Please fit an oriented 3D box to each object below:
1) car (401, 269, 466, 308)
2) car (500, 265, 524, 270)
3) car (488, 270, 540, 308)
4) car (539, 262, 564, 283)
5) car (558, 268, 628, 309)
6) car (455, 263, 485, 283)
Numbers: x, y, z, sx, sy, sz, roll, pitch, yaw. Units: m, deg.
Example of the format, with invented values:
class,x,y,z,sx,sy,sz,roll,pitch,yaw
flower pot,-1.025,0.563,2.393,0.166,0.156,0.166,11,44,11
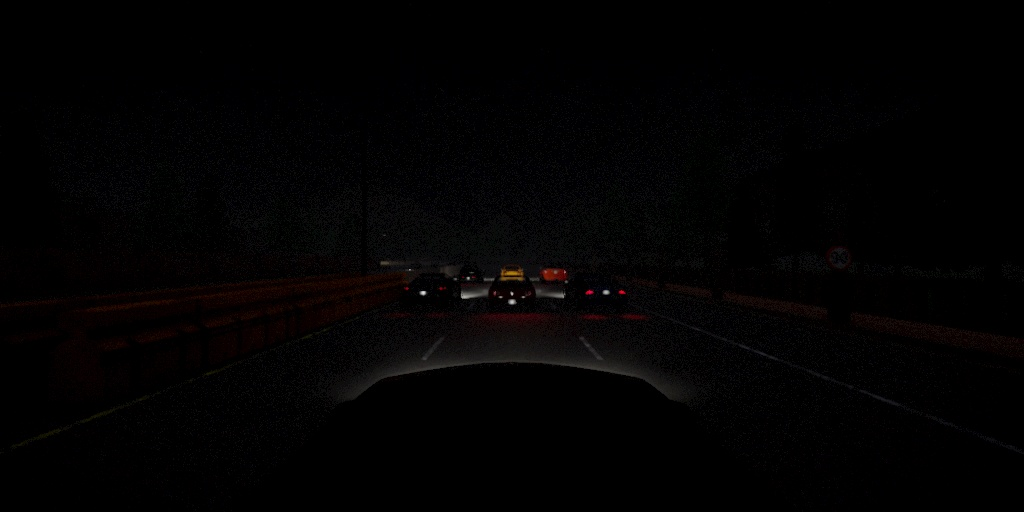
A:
class,x,y,z,sx,sy,sz,roll,pitch,yaw
car,-3.497,1.450,16.187,1.994,1.385,4.181,0,0,0
car,0.009,1.505,31.314,1.882,1.535,5.008,0,0,0
car,0.004,1.484,15.954,1.895,1.301,4.718,0,0,0
car,3.507,1.374,30.934,2.097,1.767,4.553,0,-1,0
car,3.503,1.430,15.837,2.033,1.411,5.357,0,-1,0
car,-3.492,1.533,31.150,1.837,1.490,4.892,0,0,0
